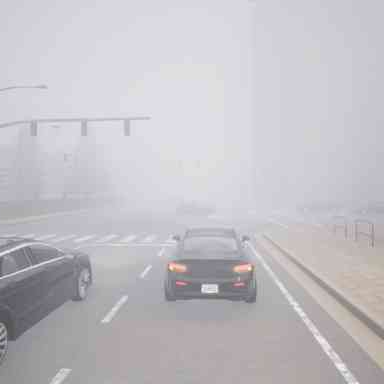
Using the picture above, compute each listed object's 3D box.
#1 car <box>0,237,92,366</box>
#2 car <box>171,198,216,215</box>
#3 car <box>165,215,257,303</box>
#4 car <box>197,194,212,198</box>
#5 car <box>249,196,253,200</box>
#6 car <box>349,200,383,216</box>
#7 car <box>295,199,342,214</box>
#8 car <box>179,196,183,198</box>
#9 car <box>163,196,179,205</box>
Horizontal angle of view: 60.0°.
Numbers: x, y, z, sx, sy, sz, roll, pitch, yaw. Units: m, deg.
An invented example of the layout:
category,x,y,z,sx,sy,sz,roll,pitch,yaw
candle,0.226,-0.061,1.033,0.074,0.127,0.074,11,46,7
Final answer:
category,x,y,z,sx,sy,sz,roll,pitch,yaw
car,-3.214,1.492,5.466,2.128,1.511,4.902,0,0,4
car,0.322,1.595,32.678,4.181,1.385,1.994,0,0,43
car,0.456,1.526,8.119,1.812,1.442,4.674,0,0,4
car,3.093,1.355,83.212,2.097,1.767,4.553,0,0,33
car,17.877,1.524,90.600,4.674,1.442,1.812,0,0,-21
car,18.082,1.560,32.787,4.892,1.490,1.837,0,0,2
car,13.828,1.560,36.493,4.892,1.490,1.837,0,0,3
car,-2.844,1.552,69.994,1.994,1.385,4.181,0,0,10
car,-3.893,1.503,58.691,1.837,1.490,4.892,0,0,4
